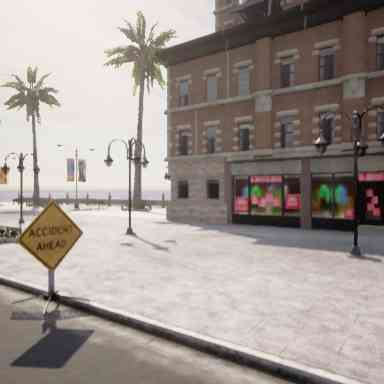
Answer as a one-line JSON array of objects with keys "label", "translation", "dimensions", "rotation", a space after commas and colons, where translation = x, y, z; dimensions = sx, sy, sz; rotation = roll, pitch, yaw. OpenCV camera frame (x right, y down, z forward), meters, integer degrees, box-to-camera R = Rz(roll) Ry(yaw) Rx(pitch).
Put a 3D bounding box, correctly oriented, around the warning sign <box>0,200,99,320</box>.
[{"label": "warning sign", "translation": [-2.565, 1.088, 6.067], "dimensions": [1.060, 1.860, 1.300], "rotation": [0, 0, 35]}]
